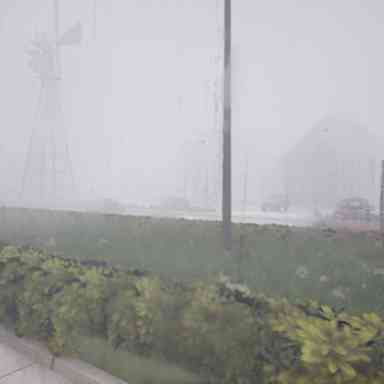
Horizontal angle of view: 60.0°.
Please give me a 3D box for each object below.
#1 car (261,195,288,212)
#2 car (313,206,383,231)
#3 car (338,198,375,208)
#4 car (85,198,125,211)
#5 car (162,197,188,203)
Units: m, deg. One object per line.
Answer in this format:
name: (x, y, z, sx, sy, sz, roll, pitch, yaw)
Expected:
car: (9.210, 1.231, 36.800, 1.905, 1.878, 3.866, 0, 0, 35)
car: (7.664, 1.550, 15.325, 4.181, 1.385, 1.994, 1, 0, 40)
car: (9.915, 1.290, 20.097, 1.932, 1.855, 4.605, 0, 0, 35)
car: (-8.572, 1.363, 32.887, 1.784, 1.438, 3.905, 0, 0, 35)
car: (-2.144, 1.341, 44.095, 1.816, 1.474, 4.193, 0, 0, 35)
